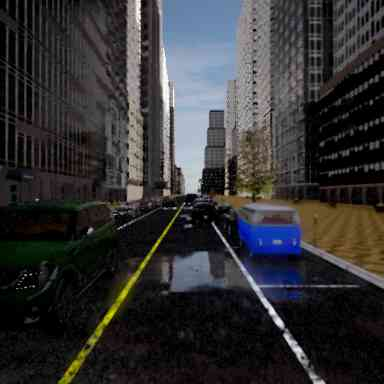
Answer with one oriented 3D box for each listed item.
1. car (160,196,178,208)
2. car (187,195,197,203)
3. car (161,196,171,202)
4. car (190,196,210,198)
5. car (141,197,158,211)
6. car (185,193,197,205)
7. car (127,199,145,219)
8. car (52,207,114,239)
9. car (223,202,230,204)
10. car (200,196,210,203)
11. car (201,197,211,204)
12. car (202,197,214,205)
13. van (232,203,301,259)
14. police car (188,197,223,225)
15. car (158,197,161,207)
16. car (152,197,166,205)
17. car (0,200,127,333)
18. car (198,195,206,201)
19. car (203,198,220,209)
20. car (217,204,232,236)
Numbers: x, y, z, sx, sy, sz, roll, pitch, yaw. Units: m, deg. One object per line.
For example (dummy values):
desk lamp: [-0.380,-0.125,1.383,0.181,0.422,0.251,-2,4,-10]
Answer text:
car: [-3.099,1.572,49.093,1.994,1.385,4.181,0,0,0]
car: [-0.030,1.421,69.592,2.033,1.411,5.357,0,0,0]
car: [-5.717,1.563,74.916,1.887,1.381,4.507,0,0,0]
car: [0.884,1.510,33.954,1.837,1.490,4.892,0,0,0]
car: [-5.701,1.446,40.781,1.967,1.590,4.097,0,0,0]
car: [-0.025,1.233,57.106,2.150,2.045,5.566,0,0,0]
car: [-5.697,1.554,29.402,2.008,1.369,4.403,0,0,0]
car: [-5.693,1.568,18.025,1.947,1.339,4.313,0,0,0]
car: [2.683,1.554,29.385,2.008,1.369,4.403,0,0,0]
car: [2.666,1.566,69.208,2.008,1.369,4.403,0,0,0]
car: [2.668,1.595,63.519,1.802,1.307,4.206,0,0,0]
car: [2.671,1.556,57.830,1.887,1.381,4.507,0,0,0]
van: [2.693,1.342,12.318,1.690,1.788,3.998,0,0,0]
police car: [0.889,1.428,24.063,1.930,1.638,5.238,0,0,0]
car: [-5.707,1.560,52.159,2.008,1.369,4.403,0,0,0]
car: [-5.710,1.556,57.848,1.887,1.381,4.507,0,0,0]
car: [-3.105,1.222,7.159,2.150,2.045,5.566,0,0,0]
car: [2.659,1.591,86.274,1.947,1.339,4.313,0,0,0]
car: [2.676,1.559,46.452,2.008,1.369,4.403,0,0,0]
car: [2.688,1.553,18.007,2.008,1.369,4.403,0,0,0]
